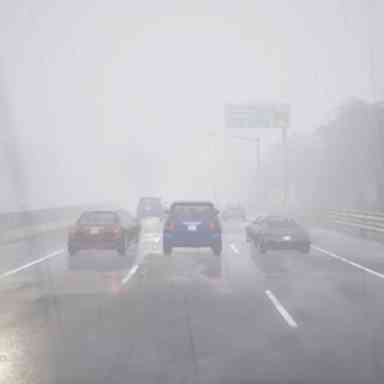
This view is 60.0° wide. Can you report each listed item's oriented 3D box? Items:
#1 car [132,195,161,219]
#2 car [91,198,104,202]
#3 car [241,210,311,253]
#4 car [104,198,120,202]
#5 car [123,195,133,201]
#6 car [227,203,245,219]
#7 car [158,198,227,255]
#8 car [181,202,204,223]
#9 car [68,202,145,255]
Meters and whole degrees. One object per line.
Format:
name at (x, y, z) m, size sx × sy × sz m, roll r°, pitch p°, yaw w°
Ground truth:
car at (-3.418, 1.426, 28.962) m, size 2.150 × 2.045 × 5.566 m, roll 0°, pitch 0°, yaw 0°
car at (-20.477, 2.000, 72.479) m, size 2.033 × 1.411 × 5.357 m, roll 0°, pitch 0°, yaw 1°
car at (3.524, 1.680, 14.278) m, size 1.994 × 1.385 × 4.181 m, roll 0°, pitch 0°, yaw 0°
car at (-16.978, 1.938, 72.424) m, size 1.882 × 1.535 × 5.008 m, roll 0°, pitch 0°, yaw 1°
car at (-13.479, 1.685, 72.339) m, size 2.150 × 2.045 × 5.566 m, roll 0°, pitch 0°, yaw 1°
car at (3.588, 1.704, 29.193) m, size 2.128 × 1.511 × 4.902 m, roll 0°, pitch 0°, yaw 1°
car at (0.020, 1.330, 13.977) m, size 2.150 × 2.045 × 5.566 m, roll 0°, pitch 0°, yaw 0°
car at (0.088, 1.719, 29.210) m, size 1.837 × 1.490 × 4.892 m, roll 0°, pitch 0°, yaw 0°
car at (-3.479, 1.464, 14.031) m, size 2.097 × 1.767 × 4.553 m, roll 0°, pitch -1°, yaw 0°
